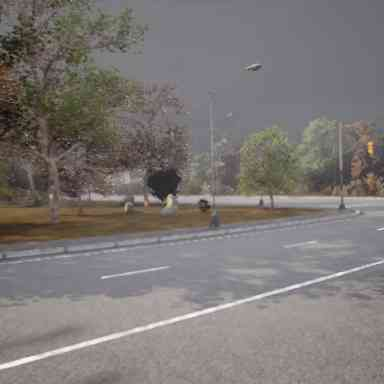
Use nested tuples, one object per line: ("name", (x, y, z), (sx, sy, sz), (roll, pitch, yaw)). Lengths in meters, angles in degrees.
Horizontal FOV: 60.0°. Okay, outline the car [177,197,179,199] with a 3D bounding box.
("car", (-4.448, 0.687, 61.968), (2.128, 1.511, 4.902), (-3, 1, -38))
